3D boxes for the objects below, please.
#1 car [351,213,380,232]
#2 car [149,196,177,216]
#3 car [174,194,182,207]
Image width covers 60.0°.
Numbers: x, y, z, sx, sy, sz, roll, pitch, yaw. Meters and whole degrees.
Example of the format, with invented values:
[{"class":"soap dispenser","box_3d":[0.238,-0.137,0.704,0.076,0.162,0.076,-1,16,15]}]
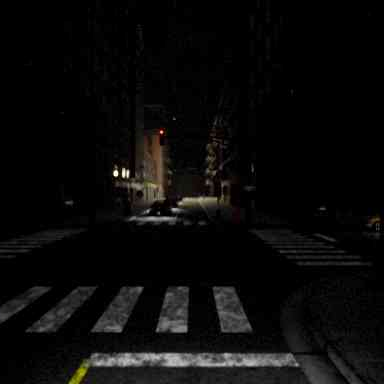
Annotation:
[{"class":"car","box_3d":[11.634,1.479,18.839,4.829,1.417,1.752,0,0,0]},{"class":"car","box_3d":[-2.845,1.418,31.141,2.033,1.411,5.357,0,0,0]},{"class":"car","box_3d":[-2.830,1.298,44.834,2.128,1.511,4.902,0,1,0]}]
